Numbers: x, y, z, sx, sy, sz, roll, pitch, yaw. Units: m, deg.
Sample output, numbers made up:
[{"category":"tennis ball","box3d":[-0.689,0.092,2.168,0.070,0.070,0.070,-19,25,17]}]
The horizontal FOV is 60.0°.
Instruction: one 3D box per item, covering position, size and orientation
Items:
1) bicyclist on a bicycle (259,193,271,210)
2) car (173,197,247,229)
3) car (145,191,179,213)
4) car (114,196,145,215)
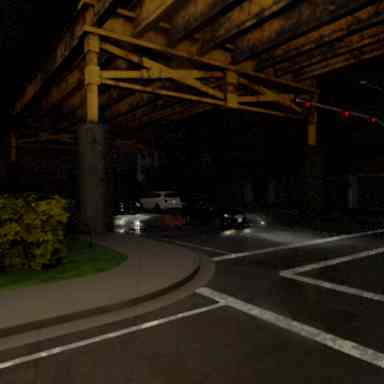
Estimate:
[{"category":"bicyclist on a bicycle","box3d":[6.871,0.923,31.311,1.656,1.620,0.582,-1,1,-36]},{"category":"car","box3d":[1.234,1.287,20.360,2.128,1.511,4.902,-1,1,-35]},{"category":"car","box3d":[-3.271,0.959,32.919,2.150,2.045,5.566,-1,1,-36]},{"category":"car","box3d":[-6.648,1.151,31.320,2.097,1.767,4.553,-1,0,-36]}]
